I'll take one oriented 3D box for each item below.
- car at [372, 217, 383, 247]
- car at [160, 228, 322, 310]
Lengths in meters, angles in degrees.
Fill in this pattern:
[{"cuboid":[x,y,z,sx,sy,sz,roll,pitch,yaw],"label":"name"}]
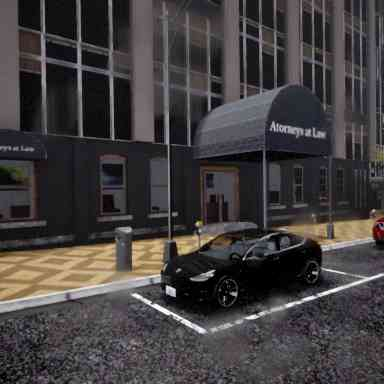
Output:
[{"cuboid":[9.603,1.310,14.003,5.009,1.841,2.192,0,-1,-37],"label":"car"},{"cuboid":[1.325,1.564,7.805,4.313,1.339,1.947,0,-1,-37],"label":"car"}]
